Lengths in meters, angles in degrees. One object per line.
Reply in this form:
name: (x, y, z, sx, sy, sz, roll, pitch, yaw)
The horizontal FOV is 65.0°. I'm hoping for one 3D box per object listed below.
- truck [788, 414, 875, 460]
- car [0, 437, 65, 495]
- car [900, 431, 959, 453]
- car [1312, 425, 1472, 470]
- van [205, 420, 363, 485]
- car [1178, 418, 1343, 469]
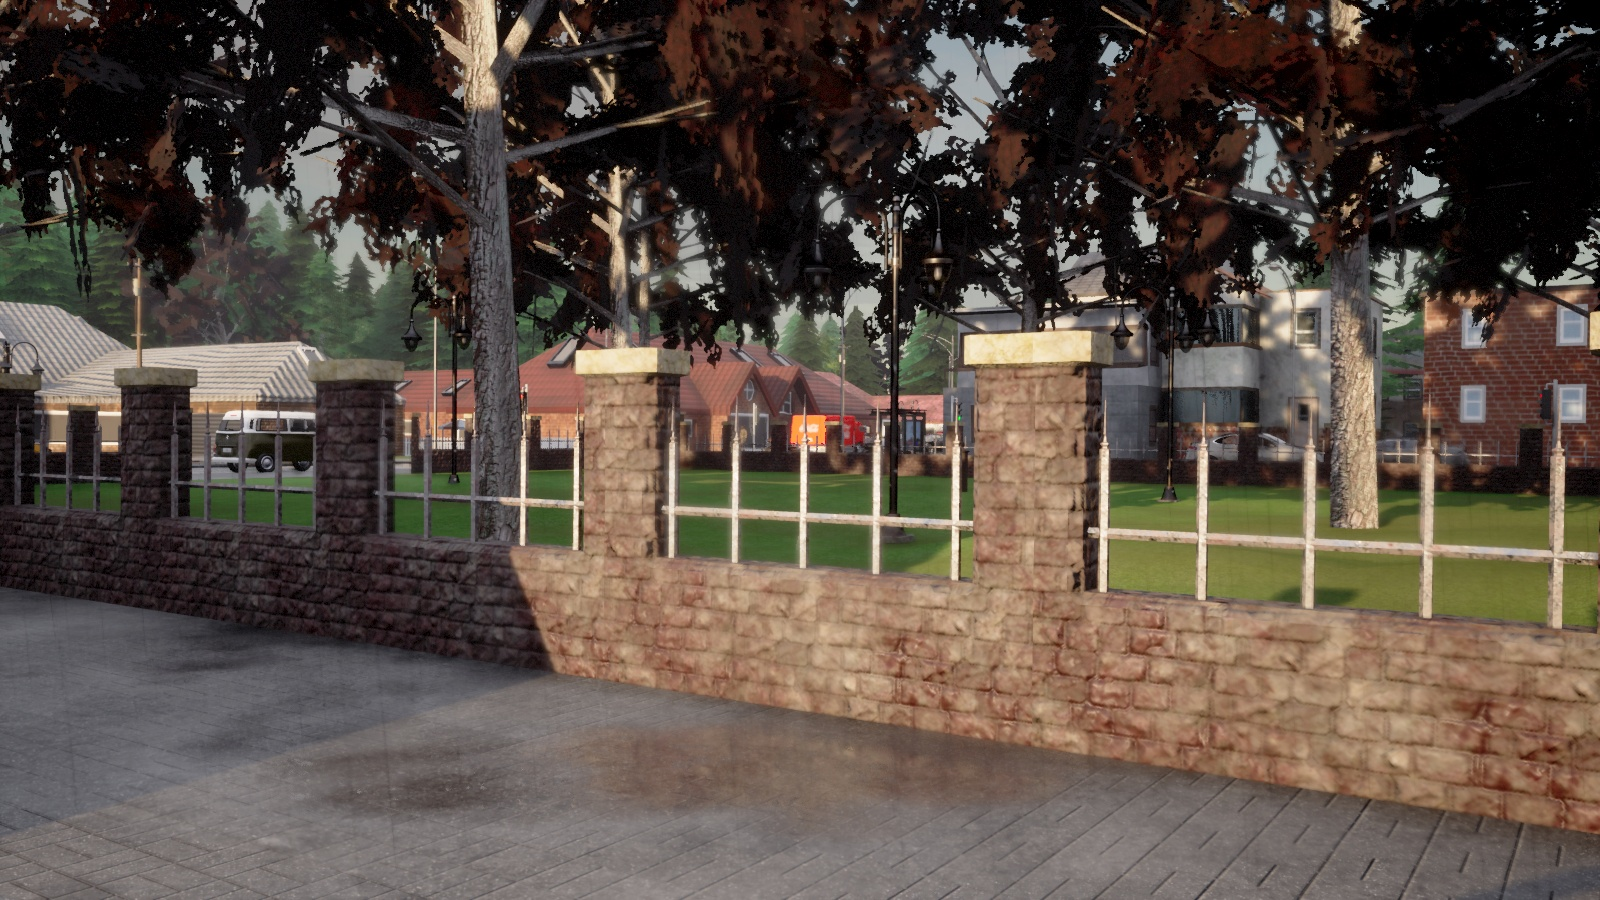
truck: (1.819, -0.734, 70.451, 2.627, 2.467, 5.204, 0, 1, 31)
car: (-22.672, 0.457, 33.476, 1.882, 1.535, 5.008, 0, 1, 32)
car: (9.185, -0.564, 88.792, 2.163, 1.488, 4.792, 0, 1, 34)
car: (21.009, -0.112, 44.623, 4.902, 1.511, 2.128, 0, 1, 34)
van: (-17.129, 0.038, 41.871, 2.069, 2.038, 4.480, 0, 1, 32)
car: (15.818, -0.223, 43.176, 5.027, 1.651, 2.152, 0, 1, 31)
